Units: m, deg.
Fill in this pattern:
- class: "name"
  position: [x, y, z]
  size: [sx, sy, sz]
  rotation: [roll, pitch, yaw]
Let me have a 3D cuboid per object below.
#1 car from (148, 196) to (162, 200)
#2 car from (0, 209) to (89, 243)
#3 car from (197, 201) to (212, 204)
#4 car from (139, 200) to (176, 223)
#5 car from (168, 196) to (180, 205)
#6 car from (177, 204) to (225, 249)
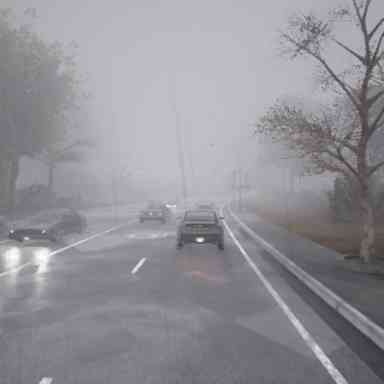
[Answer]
- class: "car"
  position: [-6.751, 1.513, 60.461]
  size: [1.882, 1.535, 5.008]
  rotation: [0, 0, 7]
- class: "car"
  position: [-6.782, 1.549, 16.446]
  size: [2.033, 1.411, 5.357]
  rotation: [0, 0, 2]
- class: "car"
  position: [1.225, 1.540, 31.897]
  size: [1.812, 1.442, 4.674]
  rotation: [0, 0, 4]
- class: "car"
  position: [-2.692, 1.556, 25.266]
  size: [2.033, 1.411, 5.357]
  rotation: [0, 0, 3]
- class: "car"
  position: [-3.275, 1.544, 60.052]
  size: [2.128, 1.511, 4.902]
  rotation: [0, 0, 7]
- class: "car"
  position: [0.376, 1.511, 14.669]
  size: [1.837, 1.490, 4.892]
  rotation: [0, 0, 2]
